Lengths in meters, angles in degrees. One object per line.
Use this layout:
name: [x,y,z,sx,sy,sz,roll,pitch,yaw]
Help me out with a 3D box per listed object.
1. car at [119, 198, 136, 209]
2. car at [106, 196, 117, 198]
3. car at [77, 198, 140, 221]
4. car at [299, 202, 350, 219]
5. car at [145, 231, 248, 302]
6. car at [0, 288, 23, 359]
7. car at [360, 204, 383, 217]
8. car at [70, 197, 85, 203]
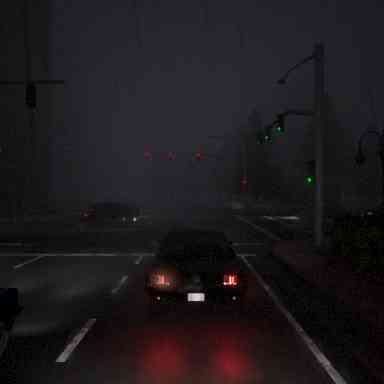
car: [-8.889,1.526,45.539,1.812,1.442,4.674,0,0,-18]
car: [-13.193,1.478,55.029,1.882,1.535,5.008,0,0,-33]
car: [-6.614,1.539,27.760,1.837,1.490,4.892,3,2,44]
car: [11.725,1.619,29.563,4.181,1.385,1.994,0,0,1]
car: [0.091,1.601,8.193,1.895,1.301,4.718,0,0,0]
car: [-3.429,1.601,2.769,1.895,1.301,4.718,0,0,0]
car: [15.763,1.560,26.021,4.892,1.490,1.837,0,0,0]
car: [-21.904,1.601,65.106,4.718,1.301,1.895,0,0,39]
